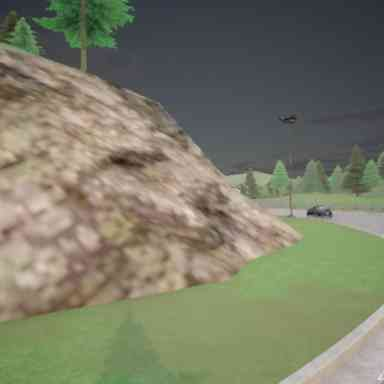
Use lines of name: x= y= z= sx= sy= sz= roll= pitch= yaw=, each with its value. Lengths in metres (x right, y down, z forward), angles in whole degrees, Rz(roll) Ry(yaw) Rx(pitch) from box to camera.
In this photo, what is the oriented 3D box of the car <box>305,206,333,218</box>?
car: x=15.893 y=2.429 z=41.590 sx=1.812 sy=1.442 sz=4.674 roll=0 pitch=-2 yaw=-3
